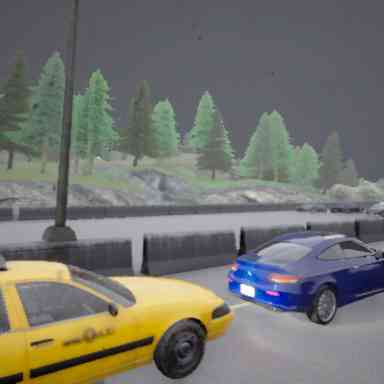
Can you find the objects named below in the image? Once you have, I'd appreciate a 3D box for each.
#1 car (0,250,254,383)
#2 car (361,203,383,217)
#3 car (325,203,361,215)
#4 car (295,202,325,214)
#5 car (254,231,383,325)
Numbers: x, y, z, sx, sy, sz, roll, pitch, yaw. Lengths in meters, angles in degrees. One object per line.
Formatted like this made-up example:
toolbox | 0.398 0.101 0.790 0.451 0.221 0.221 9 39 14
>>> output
car | -1.877 1.463 3.819 5.366 1.575 1.801 1 0 -36
car | 20.582 1.881 35.891 4.674 1.442 1.812 1 0 -35
car | 17.871 1.950 38.258 4.718 1.301 1.895 1 0 -35
car | 14.364 1.897 40.054 4.181 1.385 1.994 1 0 -35
car | 2.855 1.591 7.200 4.674 1.442 1.812 1 0 -36
